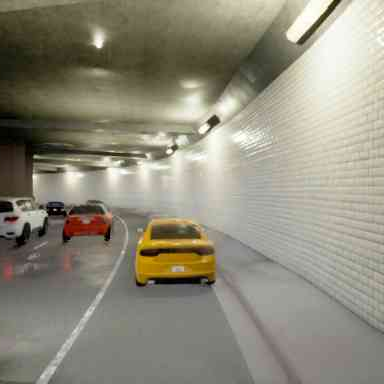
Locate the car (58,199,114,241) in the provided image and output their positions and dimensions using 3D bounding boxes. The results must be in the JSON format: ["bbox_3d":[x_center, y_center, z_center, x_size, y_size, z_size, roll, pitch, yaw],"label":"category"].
[{"bbox_3d":[-5.112,1.351,16.896,2.097,1.767,4.553,0,0,-11],"label":"car"}]

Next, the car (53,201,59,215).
[{"bbox_3d":[-12.409,1.548,30.202,2.033,1.411,5.357,0,0,-22],"label":"car"}]

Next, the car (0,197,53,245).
[{"bbox_3d":[-8.394,1.225,15.504,2.150,2.045,5.566,0,0,-10],"label":"car"}]

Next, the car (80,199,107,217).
[{"bbox_3d":[-9.850,1.477,32.963,1.882,1.535,5.008,0,0,-24],"label":"car"}]

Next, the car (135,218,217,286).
[{"bbox_3d":[-0.553,1.477,9.496,1.882,1.535,5.008,0,0,-6],"label":"car"}]
